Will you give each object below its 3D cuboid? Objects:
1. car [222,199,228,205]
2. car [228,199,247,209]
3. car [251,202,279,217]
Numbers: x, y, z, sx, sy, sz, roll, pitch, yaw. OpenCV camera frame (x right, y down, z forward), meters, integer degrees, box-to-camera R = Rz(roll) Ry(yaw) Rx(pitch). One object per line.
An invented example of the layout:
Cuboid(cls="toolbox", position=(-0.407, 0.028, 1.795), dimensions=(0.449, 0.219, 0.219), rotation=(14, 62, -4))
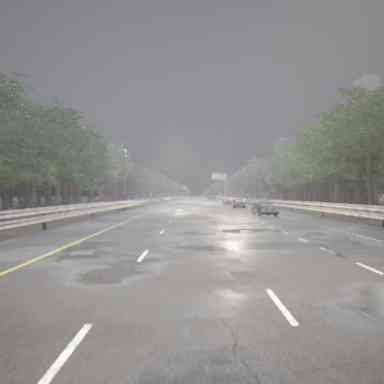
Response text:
Cuboid(cls="car", position=(7.268, 2.074, 69.293), dimensions=(1.895, 1.301, 4.718), rotation=(0, -1, 0))
Cuboid(cls="car", position=(7.149, 1.839, 51.450), dimensions=(1.812, 1.442, 4.674), rotation=(0, -1, 0))
Cuboid(cls="car", position=(7.060, 1.690, 32.546), dimensions=(2.033, 1.411, 5.357), rotation=(0, 0, 0))
